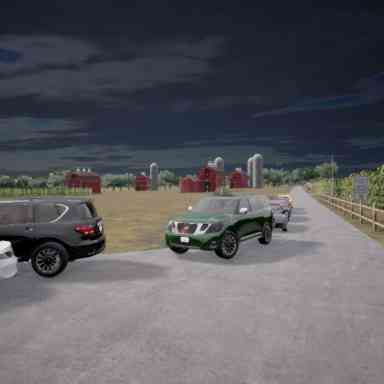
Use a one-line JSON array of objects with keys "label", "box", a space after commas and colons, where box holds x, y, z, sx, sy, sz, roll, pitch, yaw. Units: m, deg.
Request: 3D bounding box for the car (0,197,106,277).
[{"label": "car", "box": [-5.351, 1.223, 9.583, 5.566, 2.045, 2.150, -1, 1, -4]}]

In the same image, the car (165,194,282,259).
[{"label": "car", "box": [1.316, 1.103, 12.648, 2.150, 2.045, 5.566, 0, 0, 34]}]

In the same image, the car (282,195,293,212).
[{"label": "car", "box": [6.298, 1.225, 24.700, 1.882, 1.535, 5.008, 0, 0, 18]}]

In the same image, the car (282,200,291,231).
[{"label": "car", "box": [4.440, 1.372, 18.969, 1.994, 1.385, 4.181, 0, 0, 17]}]

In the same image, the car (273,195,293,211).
[{"label": "car", "box": [10.049, 1.095, 36.444, 1.882, 1.535, 5.008, 0, 1, 18]}]

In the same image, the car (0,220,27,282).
[{"label": "car", "box": [-6.143, 1.610, 6.672, 4.674, 1.442, 1.812, -2, 2, -37]}]
